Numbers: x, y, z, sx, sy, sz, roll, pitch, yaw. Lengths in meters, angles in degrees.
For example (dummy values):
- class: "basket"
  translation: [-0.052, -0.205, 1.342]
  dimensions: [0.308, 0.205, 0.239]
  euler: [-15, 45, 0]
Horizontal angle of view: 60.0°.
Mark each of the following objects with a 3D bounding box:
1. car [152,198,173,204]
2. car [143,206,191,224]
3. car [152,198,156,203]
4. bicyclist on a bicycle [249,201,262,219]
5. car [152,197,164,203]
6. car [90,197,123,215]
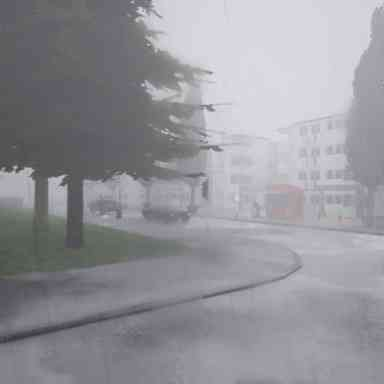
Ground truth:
- class: "car"
  translation: [-7.250, 2.224, 81.700]
  dimensions: [4.974, 1.542, 2.038]
  euler: [1, 0, -6]
- class: "car"
  translation: [-2.111, 1.784, 26.830]
  dimensions: [1.895, 1.301, 4.718]
  euler: [1, -1, -36]
- class: "car"
  translation: [-7.300, 2.066, 81.696]
  dimensions: [4.536, 1.218, 1.853]
  euler: [1, 0, -6]
- class: "bicyclist on a bicycle"
  translation: [5.809, 1.643, 30.193]
  dimensions: [1.656, 1.620, 0.582]
  euler: [1, 0, -36]
- class: "car"
  translation: [-8.592, 1.985, 84.178]
  dimensions: [1.845, 1.501, 3.633]
  euler: [1, 0, -24]
- class: "car"
  translation: [-9.796, 1.403, 37.628]
  dimensions: [2.150, 2.045, 5.566]
  euler: [1, 0, -35]
